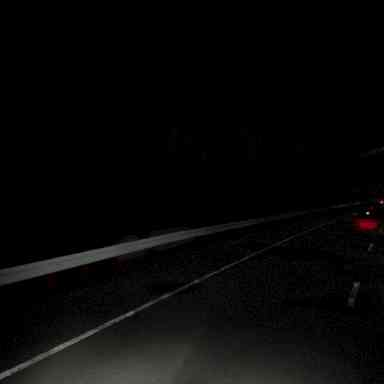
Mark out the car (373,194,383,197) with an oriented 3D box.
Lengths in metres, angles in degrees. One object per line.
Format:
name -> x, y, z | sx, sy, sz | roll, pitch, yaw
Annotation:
car -> 22.049, 1.221, 38.186 | 2.150, 2.045, 5.566 | 0, 0, 35

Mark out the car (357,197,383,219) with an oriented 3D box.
car -> 16.006, 1.505, 29.643 | 1.837, 1.490, 4.892 | 0, 0, 35
